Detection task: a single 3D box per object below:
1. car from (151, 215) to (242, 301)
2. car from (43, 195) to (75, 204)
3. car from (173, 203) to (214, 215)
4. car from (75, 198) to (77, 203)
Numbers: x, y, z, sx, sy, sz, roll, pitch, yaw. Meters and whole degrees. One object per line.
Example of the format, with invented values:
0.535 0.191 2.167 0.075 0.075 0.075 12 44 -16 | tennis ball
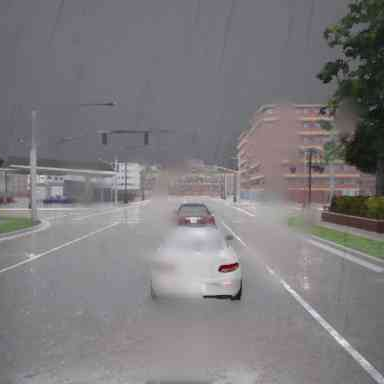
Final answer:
0.087 1.526 8.197 1.812 1.442 4.674 0 0 0 | car
-23.439 1.295 57.868 4.611 1.667 2.242 0 0 1 | car
0.063 1.351 17.285 2.097 1.767 4.553 0 0 0 | car
-24.169 1.456 63.617 3.806 1.475 1.970 0 0 1 | car
